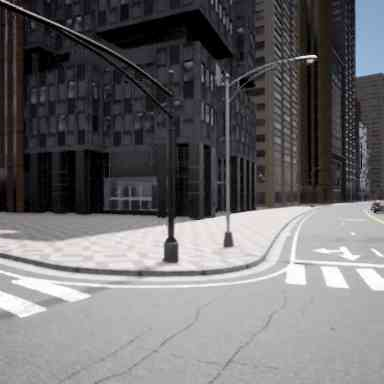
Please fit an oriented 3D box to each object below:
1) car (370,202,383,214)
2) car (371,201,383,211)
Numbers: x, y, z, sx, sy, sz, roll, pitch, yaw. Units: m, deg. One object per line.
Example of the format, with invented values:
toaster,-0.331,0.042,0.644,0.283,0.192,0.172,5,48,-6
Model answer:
car,25.302,2.144,44.530,1.812,1.442,4.674,0,-1,26
car,29.776,2.273,53.505,1.812,1.442,4.674,0,-1,28
